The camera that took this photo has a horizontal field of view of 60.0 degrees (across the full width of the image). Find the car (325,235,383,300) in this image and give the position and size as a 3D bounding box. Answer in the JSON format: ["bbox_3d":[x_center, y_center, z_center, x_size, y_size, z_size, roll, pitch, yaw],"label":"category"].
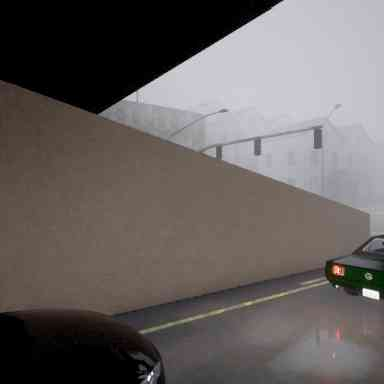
[{"bbox_3d":[5.133,1.601,7.437,4.718,1.301,1.895,0,0,-35],"label":"car"}]

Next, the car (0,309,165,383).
[{"bbox_3d":[-2.445,1.491,2.015,4.902,1.511,2.128,0,0,-35],"label":"car"}]
